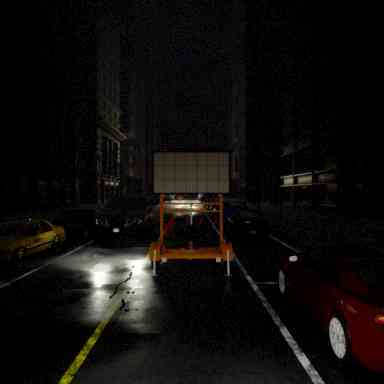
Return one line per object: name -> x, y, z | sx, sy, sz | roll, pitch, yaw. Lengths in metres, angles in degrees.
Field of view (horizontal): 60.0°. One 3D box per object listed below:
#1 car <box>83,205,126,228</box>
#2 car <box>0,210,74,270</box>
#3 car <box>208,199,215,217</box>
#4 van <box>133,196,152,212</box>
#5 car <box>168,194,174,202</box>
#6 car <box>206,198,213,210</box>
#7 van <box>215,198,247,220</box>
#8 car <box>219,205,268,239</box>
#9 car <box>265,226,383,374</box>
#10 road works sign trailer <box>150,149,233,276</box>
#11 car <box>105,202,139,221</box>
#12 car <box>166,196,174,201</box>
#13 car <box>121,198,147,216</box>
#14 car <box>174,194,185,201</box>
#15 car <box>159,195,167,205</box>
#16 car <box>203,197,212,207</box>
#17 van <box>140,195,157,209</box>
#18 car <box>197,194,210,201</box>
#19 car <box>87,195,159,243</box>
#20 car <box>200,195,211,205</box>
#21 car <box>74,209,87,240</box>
car -> -5.807, 1.588, 22.555 | 1.802, 1.307, 4.206 | 0, 0, 0
car -> -5.784, 1.527, 11.111 | 1.752, 1.417, 4.829 | 0, 0, 0
car -> 2.706, 1.560, 28.225 | 2.008, 1.369, 4.403 | 0, 0, 0
van -> -5.843, 1.360, 39.464 | 1.690, 1.788, 3.998 | 0, 0, 0
car -> -5.923, 1.616, 78.920 | 1.887, 1.381, 4.507 | 0, 0, 0
car -> 2.694, 1.596, 33.861 | 1.802, 1.307, 4.206 | 0, 0, 0
van -> 2.717, 1.347, 22.588 | 1.690, 1.788, 3.998 | 0, 0, 0
car -> 2.729, 1.554, 16.952 | 2.008, 1.369, 4.403 | 0, 0, 0
car -> 2.753, 1.545, 5.680 | 1.887, 1.381, 4.507 | 0, 0, 0
road works sign trailer -> -0.018, 0.465, 10.331 | 2.380, 3.560, 2.880 | 0, 0, 0
car -> -5.819, 1.575, 28.191 | 1.947, 1.339, 4.313 | 0, 0, 0
car -> -5.946, 1.658, 90.193 | 1.947, 1.339, 4.313 | 0, 0, 0
car -> -5.831, 1.454, 33.828 | 1.967, 1.590, 4.097 | 0, 0, 0
car -> -3.179, 1.616, 89.056 | 1.812, 1.442, 4.674 | 0, 0, 0
car -> -5.877, 1.352, 56.373 | 2.192, 1.841, 5.009 | 0, 0, 0
car -> 2.683, 1.570, 39.497 | 2.008, 1.369, 4.403 | 0, 0, 0
van -> -5.854, 1.366, 45.101 | 1.690, 1.788, 3.998 | 0, 0, 0
car -> 2.636, 1.360, 62.042 | 2.192, 1.841, 5.009 | 0, 0, 0
car -> -3.131, 1.224, 16.462 | 2.150, 2.045, 5.566 | 0, 0, 0
car -> 2.660, 1.576, 50.769 | 1.887, 1.381, 4.507 | 0, 0, 0
car -> -5.796, 1.569, 16.917 | 1.947, 1.339, 4.313 | 0, 0, 0
